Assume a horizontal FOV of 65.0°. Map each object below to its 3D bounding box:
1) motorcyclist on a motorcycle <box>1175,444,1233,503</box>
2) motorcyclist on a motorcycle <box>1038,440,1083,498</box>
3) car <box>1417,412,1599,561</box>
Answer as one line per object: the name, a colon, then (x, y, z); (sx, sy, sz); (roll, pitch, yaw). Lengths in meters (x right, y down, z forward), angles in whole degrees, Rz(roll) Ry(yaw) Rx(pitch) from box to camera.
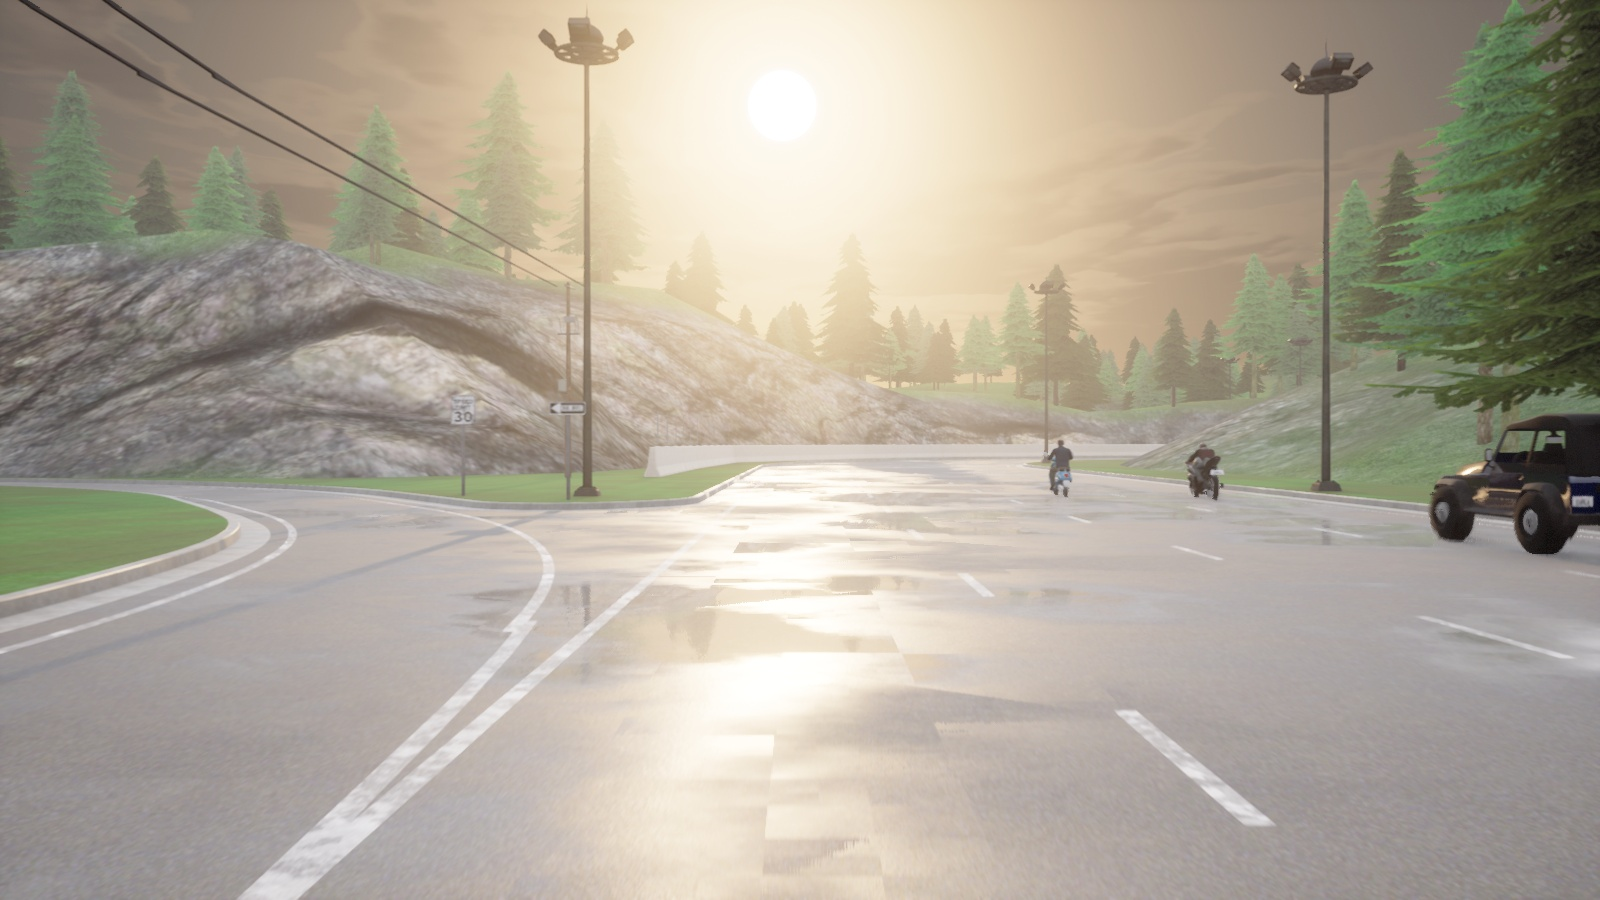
motorcyclist on a motorcycle: (10.710, 0.602, 33.373); (0.866, 1.530, 2.191); (0, 0, 0)
motorcyclist on a motorcycle: (7.219, 0.509, 34.888); (0.866, 1.590, 1.817); (0, 0, 0)
car: (10.619, 0.451, 17.736); (1.905, 1.878, 3.866); (0, 0, 0)
